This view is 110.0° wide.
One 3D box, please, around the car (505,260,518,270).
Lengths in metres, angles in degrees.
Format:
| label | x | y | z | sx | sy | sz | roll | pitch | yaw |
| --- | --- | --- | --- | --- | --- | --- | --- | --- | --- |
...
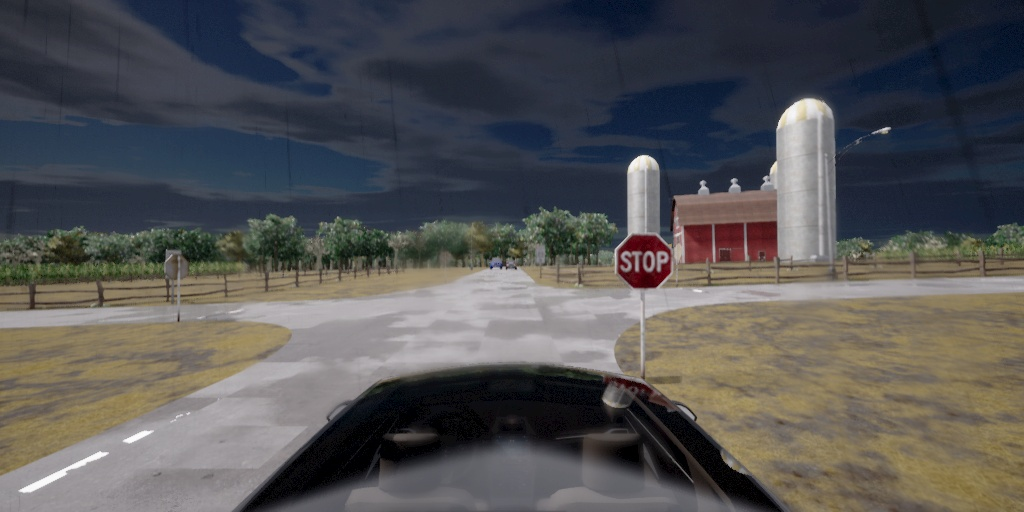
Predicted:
| label | x | y | z | sx | sy | sz | roll | pitch | yaw |
| --- | --- | --- | --- | --- | --- | --- | --- | --- | --- |
| car | -0.141 | 1.694 | 61.711 | 1.812 | 1.442 | 4.674 | 0 | -1 | 0 |
